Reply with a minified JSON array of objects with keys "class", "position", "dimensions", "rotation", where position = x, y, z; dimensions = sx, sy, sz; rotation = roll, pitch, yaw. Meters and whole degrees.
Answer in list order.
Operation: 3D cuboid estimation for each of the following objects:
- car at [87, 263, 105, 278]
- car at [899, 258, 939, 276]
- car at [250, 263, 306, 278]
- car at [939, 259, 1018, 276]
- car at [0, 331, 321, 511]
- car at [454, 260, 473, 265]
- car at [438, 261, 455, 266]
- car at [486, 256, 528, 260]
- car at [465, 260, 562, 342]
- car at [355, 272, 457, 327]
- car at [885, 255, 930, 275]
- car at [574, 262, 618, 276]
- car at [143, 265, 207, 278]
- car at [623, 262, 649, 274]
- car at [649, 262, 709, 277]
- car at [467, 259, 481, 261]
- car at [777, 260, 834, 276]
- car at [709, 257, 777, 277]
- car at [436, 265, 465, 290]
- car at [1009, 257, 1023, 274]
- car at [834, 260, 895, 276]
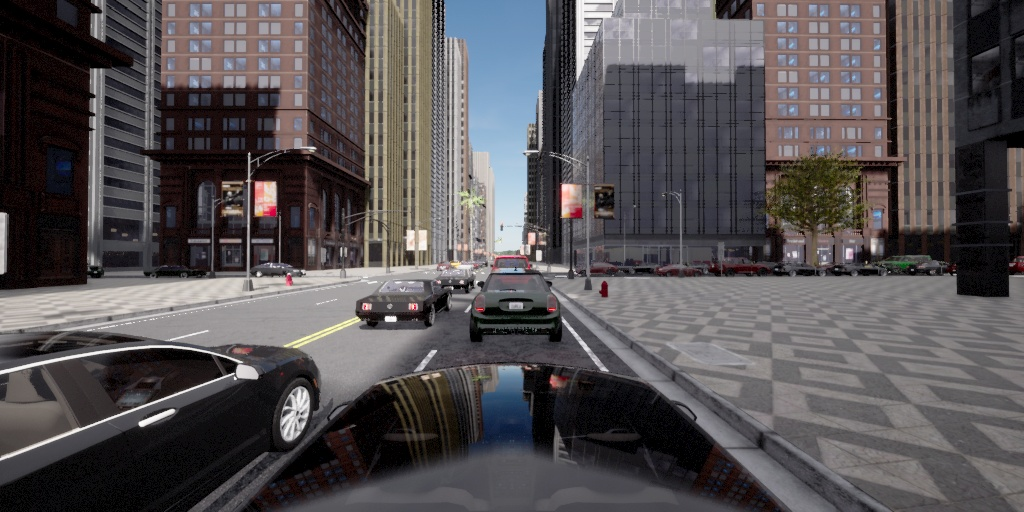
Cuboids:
[{"class":"car","position":[-43.300,1.242,34.899],"dimensions":[5.566,2.045,2.150],"rotation":[0,-1,0]},{"class":"car","position":[42.522,1.229,36.067],"dimensions":[4.674,1.442,1.812],"rotation":[0,-1,-1]},{"class":"car","position":[-22.716,1.419,34.914],"dimensions":[4.902,1.511,2.128],"rotation":[0,-1,0]},{"class":"car","position":[43.442,1.215,33.452],"dimensions":[4.507,1.381,1.888],"rotation":[0,0,-1]},{"class":"car","position":[-3.151,1.255,2.267],"dimensions":[1.837,1.490,4.892],"rotation":[0,0,0]},{"class":"car","position":[-6.696,1.571,51.903],"dimensions":[1.895,1.301,4.718],"rotation":[0,0,0]},{"class":"car","position":[-9.942,1.504,53.158],"dimensions":[1.812,1.442,4.674],"rotation":[0,0,-3]},{"class":"car","position":[-0.036,1.003,19.461],"dimensions":[2.150,2.045,5.566],"rotation":[0,0,0]},{"class":"car","position":[0.081,1.109,9.940],"dimensions":[2.097,1.767,4.553],"rotation":[0,0,0]},{"class":"car","position":[-3.168,1.361,11.587],"dimensions":[1.895,1.301,4.718],"rotation":[0,0,0]},{"class":"car","position":[42.597,0.963,39.161],"dimensions":[5.566,2.045,2.150],"rotation":[0,-1,0]},{"class":"car","position":[9.014,1.362,38.626],"dimensions":[4.674,1.442,1.812],"rotation":[0,-1,-1]},{"class":"car","position":[-32.663,1.573,34.903],"dimensions":[4.718,1.301,1.895],"rotation":[0,-1,0]},{"class":"car","position":[15.107,1.413,41.482],"dimensions":[4.313,1.339,1.948],"rotation":[0,0,-1]},{"class":"car","position":[15.254,1.328,32.958],"dimensions":[4.207,1.307,1.802],"rotation":[0,0,-1]},{"class":"car","position":[-6.694,1.635,61.067],"dimensions":[1.895,1.301,4.718],"rotation":[0,0,0]},{"class":"car","position":[26.530,1.276,33.155],"dimensions":[4.313,1.339,1.948],"rotation":[0,0,-1]},{"class":"car","position":[20.893,1.042,33.057],"dimensions":[5.009,1.841,2.192],"rotation":[0,0,-1]},{"class":"car","position":[-3.189,1.388,20.756],"dimensions":[1.895,1.301,4.718],"rotation":[0,0,0]},{"class":"car","position":[49.081,0.974,33.550],"dimensions":[5.009,1.841,2.192],"rotation":[0,0,-1]},{"class":"car","position":[32.166,1.261,33.254],"dimensions":[4.313,1.339,1.948],"rotation":[0,0,-1]}]
